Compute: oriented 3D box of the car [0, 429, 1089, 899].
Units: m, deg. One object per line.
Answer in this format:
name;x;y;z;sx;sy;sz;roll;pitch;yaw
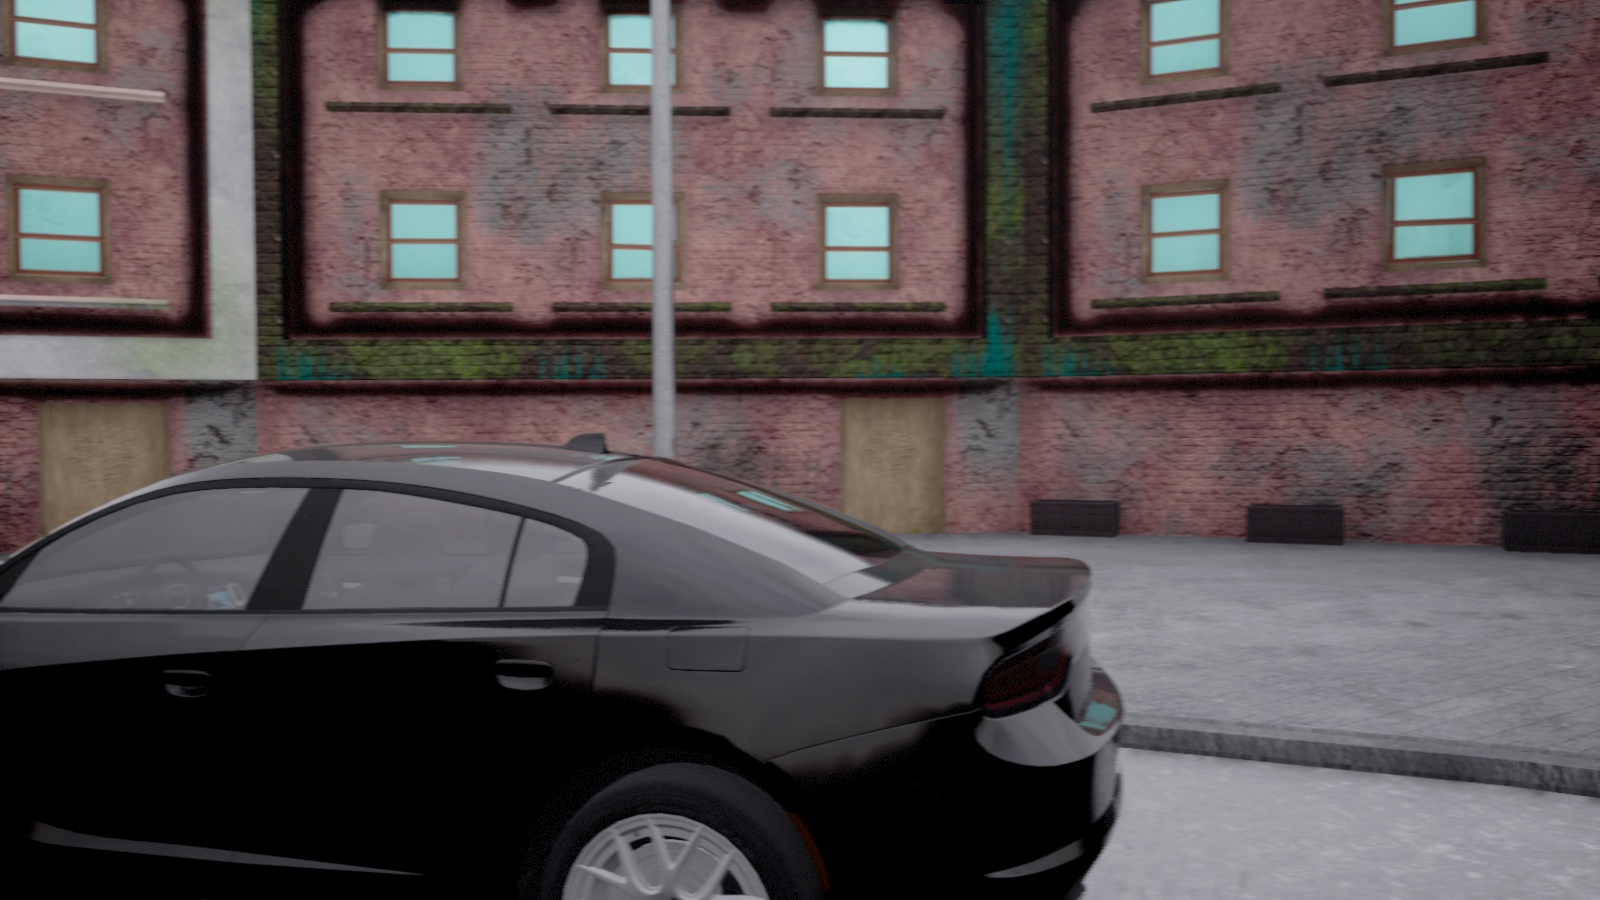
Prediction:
car;-1.598;0.700;4.294;5.008;1.535;1.882;0;1;14
